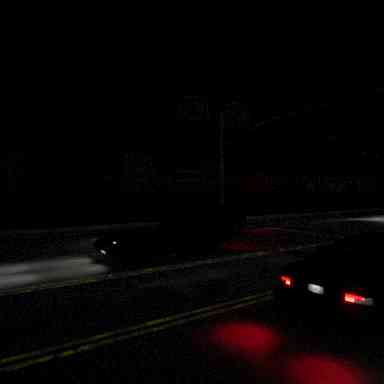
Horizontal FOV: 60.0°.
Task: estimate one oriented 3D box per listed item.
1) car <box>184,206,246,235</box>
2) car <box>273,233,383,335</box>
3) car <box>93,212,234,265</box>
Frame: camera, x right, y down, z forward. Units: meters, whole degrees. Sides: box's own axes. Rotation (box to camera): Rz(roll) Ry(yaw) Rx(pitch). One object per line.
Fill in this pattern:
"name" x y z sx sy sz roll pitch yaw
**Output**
"car" 0.657 1.505 17.356 4.892 1.490 1.837 0 0 -35
"car" 3.967 1.547 6.600 5.357 1.411 2.033 0 0 -35
"car" -1.006 1.601 11.872 4.718 1.301 1.895 0 0 -35
